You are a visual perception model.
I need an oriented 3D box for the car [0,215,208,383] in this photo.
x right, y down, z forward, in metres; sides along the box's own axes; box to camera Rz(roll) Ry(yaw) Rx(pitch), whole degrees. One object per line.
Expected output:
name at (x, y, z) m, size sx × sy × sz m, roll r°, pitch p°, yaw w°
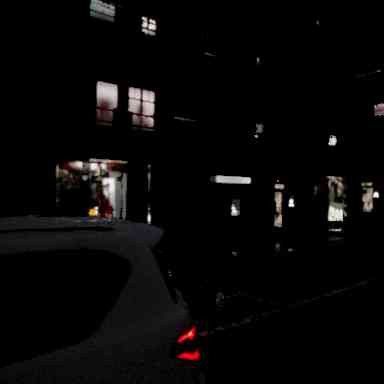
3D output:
car at (-2.488, 1.227, 1.603) m, size 5.566 × 2.045 × 2.150 m, roll 0°, pitch 0°, yaw -35°
